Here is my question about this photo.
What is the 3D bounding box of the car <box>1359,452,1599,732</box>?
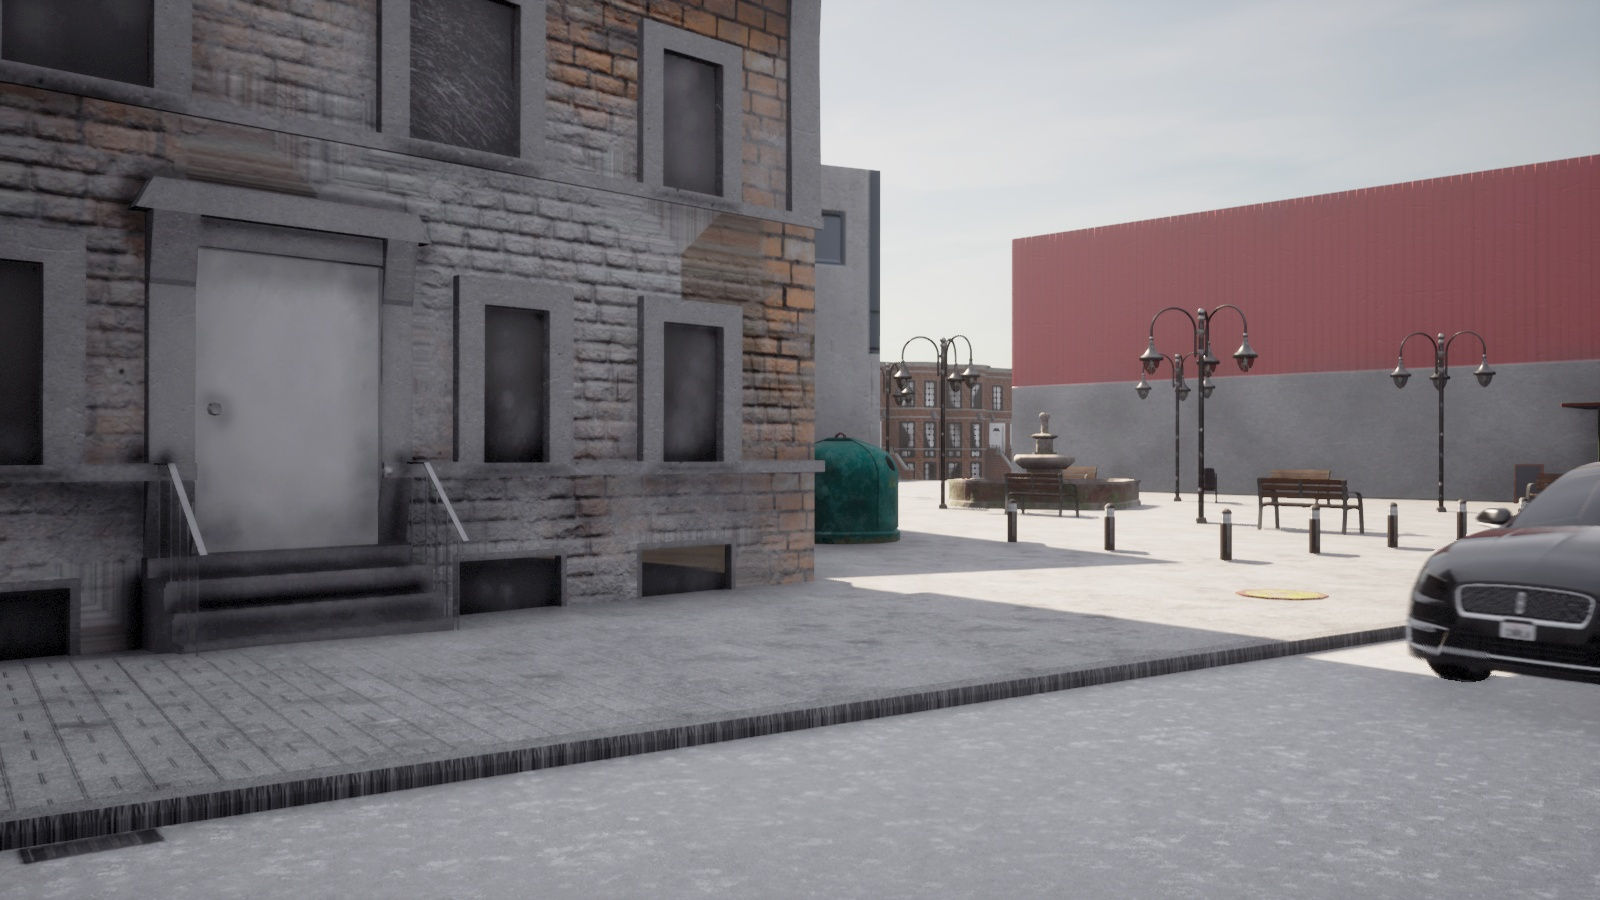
[{"bbox_3d":[6.016,0.755,8.456,4.892,1.490,1.837,0,0,-35],"label":"car"}]
